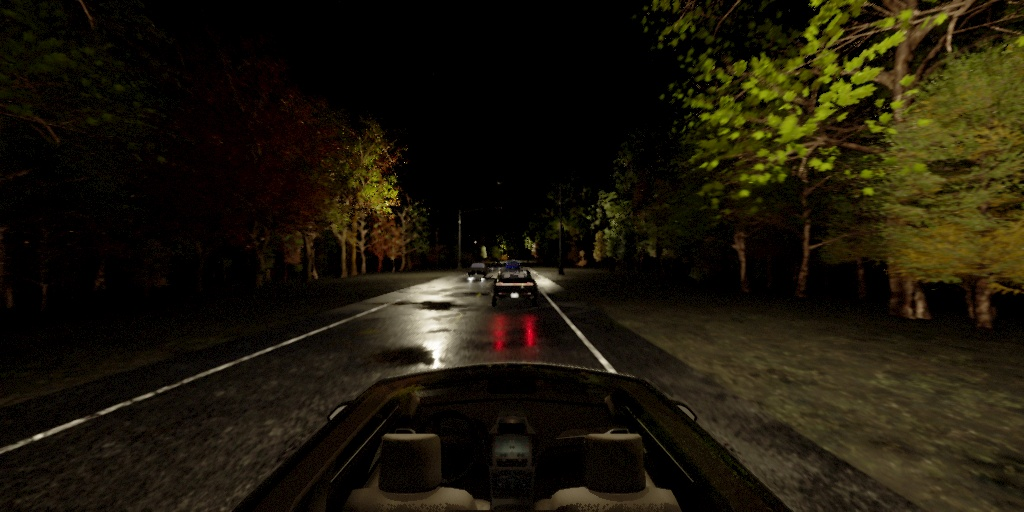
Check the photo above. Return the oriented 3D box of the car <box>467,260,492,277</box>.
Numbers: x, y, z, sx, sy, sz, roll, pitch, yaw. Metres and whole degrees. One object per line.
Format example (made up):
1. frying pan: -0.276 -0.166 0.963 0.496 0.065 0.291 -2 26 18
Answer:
1. car: -3.585 1.439 38.368 2.033 1.411 5.357 0 0 0

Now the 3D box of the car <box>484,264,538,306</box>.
1. car: 0.102 1.298 16.114 2.128 1.511 4.902 0 0 0

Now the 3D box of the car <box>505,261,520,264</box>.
1. car: 0.102 1.409 48.684 1.882 1.535 5.008 0 0 0
